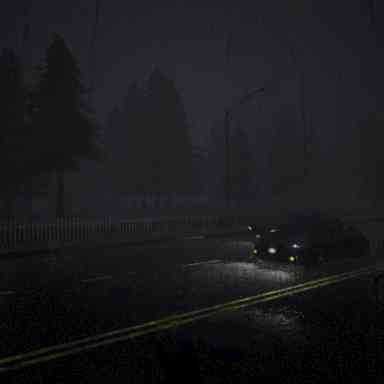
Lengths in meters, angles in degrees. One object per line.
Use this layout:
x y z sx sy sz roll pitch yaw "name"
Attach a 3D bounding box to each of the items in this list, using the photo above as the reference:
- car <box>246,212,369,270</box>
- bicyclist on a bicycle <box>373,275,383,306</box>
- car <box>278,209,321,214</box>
4.028 1.564 11.084 4.181 1.385 1.994 0 0 -35 "car"
4.075 1.452 5.966 0.582 1.620 1.656 0 0 -35 "bicyclist on a bicycle"
5.130 1.547 16.118 5.357 1.411 2.033 0 0 -35 "car"
